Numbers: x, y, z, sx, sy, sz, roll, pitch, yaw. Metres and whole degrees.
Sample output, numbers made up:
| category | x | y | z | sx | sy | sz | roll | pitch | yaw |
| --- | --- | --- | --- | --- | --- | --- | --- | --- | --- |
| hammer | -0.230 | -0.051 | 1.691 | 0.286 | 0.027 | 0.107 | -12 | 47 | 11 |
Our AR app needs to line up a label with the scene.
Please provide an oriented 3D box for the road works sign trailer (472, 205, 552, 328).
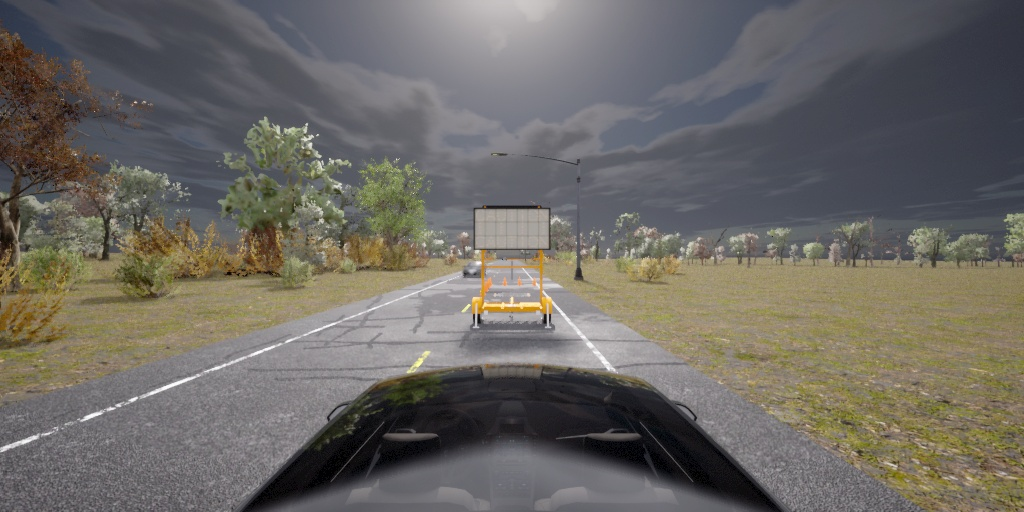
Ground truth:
| category | x | y | z | sx | sy | sz | roll | pitch | yaw |
| --- | --- | --- | --- | --- | --- | --- | --- | --- | --- |
| road works sign trailer | 0.002 | 0.216 | 11.344 | 2.380 | 3.560 | 2.880 | 0 | 0 | 0 |

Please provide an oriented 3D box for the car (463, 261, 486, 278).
| category | x | y | z | sx | sy | sz | roll | pitch | yaw |
| --- | --- | --- | --- | --- | --- | --- | --- | --- | --- |
| car | -3.595 | 1.254 | 34.615 | 2.128 | 1.511 | 4.902 | 0 | 0 | 0 |
